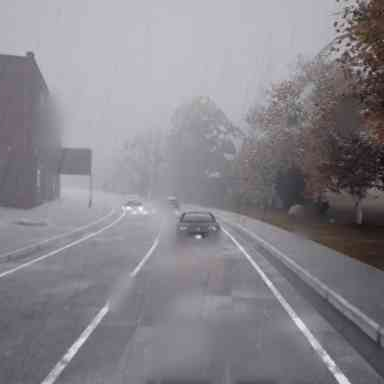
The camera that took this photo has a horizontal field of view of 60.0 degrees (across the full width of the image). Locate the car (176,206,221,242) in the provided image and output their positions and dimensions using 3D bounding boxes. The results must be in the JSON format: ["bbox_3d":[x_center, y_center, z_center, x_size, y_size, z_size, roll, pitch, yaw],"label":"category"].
[{"bbox_3d":[0.226,1.565,16.118,1.895,1.301,4.718,0,0,-1],"label":"car"}]

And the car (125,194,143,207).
[{"bbox_3d":[-7.615,1.084,43.122,1.837,1.490,4.892,1,1,-17],"label":"car"}]

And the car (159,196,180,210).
[{"bbox_3d":[-2.707,1.235,39.144,1.837,1.490,4.892,1,1,-14],"label":"car"}]
